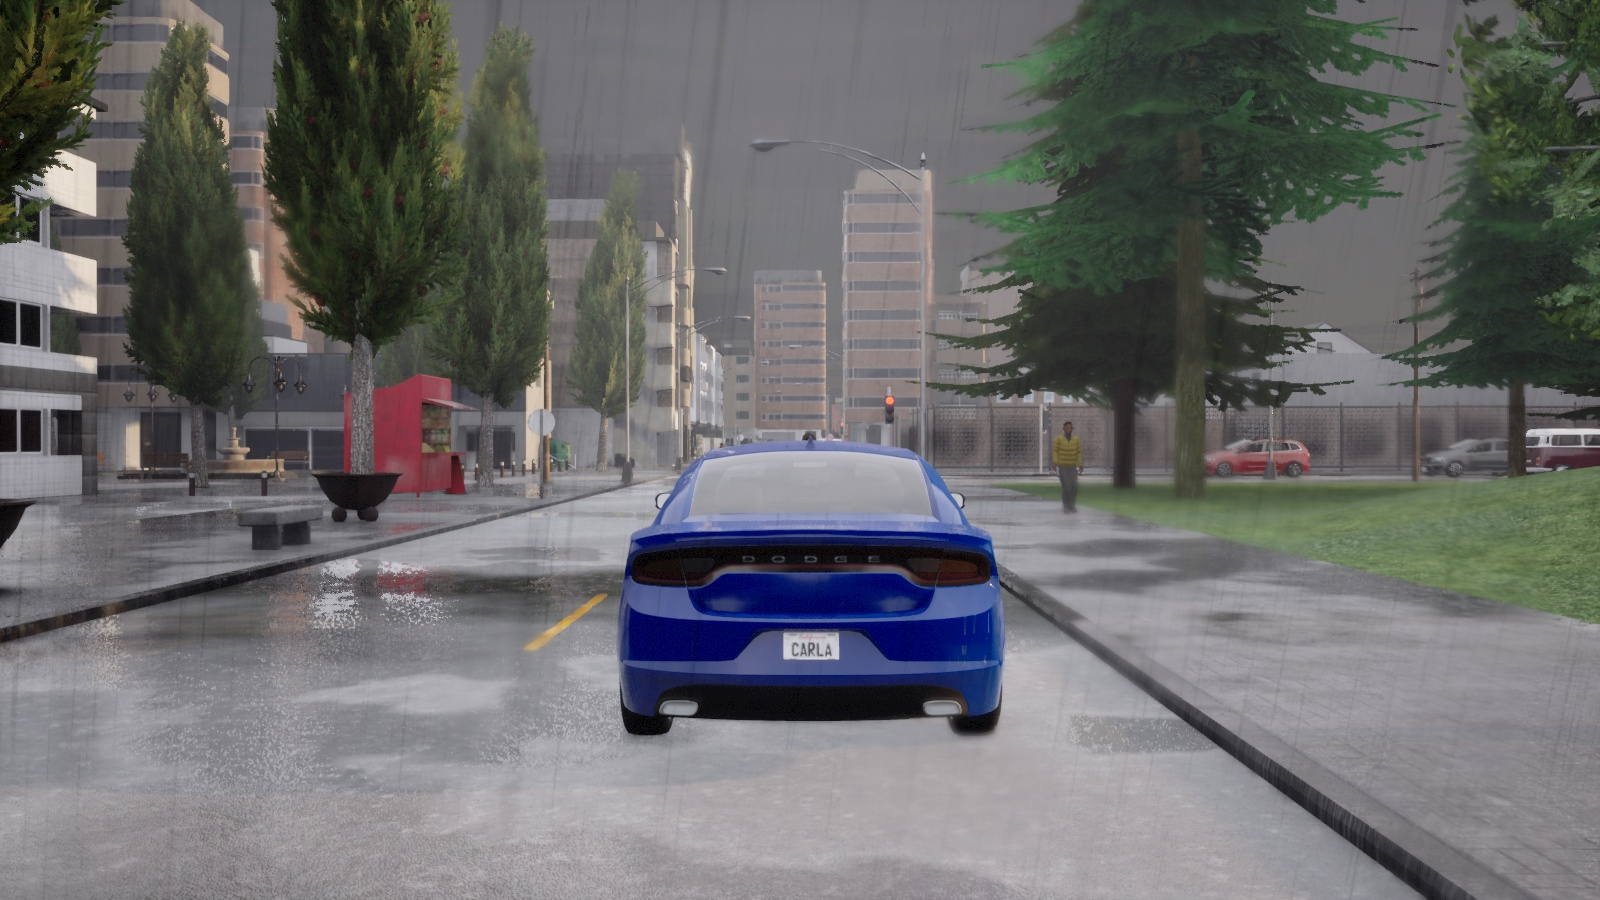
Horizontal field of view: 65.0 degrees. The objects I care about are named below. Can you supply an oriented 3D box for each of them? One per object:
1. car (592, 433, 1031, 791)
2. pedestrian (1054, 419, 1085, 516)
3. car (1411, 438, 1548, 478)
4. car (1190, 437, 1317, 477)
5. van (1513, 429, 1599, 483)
[{"bbox_3d":[0.063,0.680,7.885,1.882,1.535,5.008,0,0,0],"label":"car"},{"bbox_3d":[5.194,0.323,24.214,0.431,1.840,0.709,0,0,-1],"label":"pedestrian"},{"bbox_3d":[28.922,0.311,53.546,4.611,1.667,2.242,0,0,0],"label":"car"},{"bbox_3d":[19.277,0.303,53.591,4.611,1.667,2.242,0,0,0],"label":"car"},{"bbox_3d":[30.959,0.218,49.533,4.480,2.038,2.069,0,0,0],"label":"van"}]
